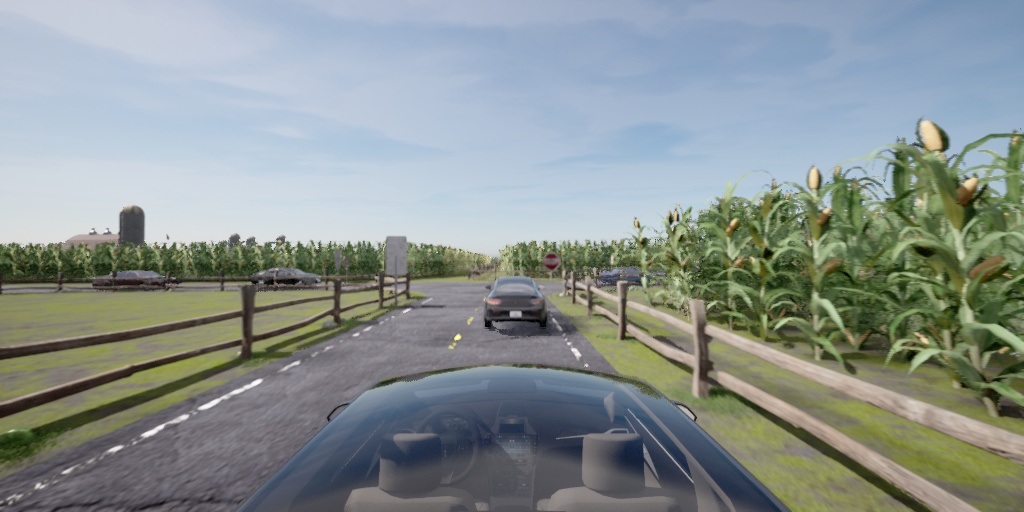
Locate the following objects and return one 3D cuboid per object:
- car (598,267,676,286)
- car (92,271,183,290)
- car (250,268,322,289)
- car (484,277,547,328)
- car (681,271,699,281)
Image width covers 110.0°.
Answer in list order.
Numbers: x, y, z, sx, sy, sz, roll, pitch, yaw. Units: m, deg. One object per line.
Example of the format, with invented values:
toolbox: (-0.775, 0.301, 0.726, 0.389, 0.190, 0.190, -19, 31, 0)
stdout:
car: (9.468, 1.533, 27.747, 5.357, 1.411, 2.033, 0, 0, 1)
car: (-28.518, 1.826, 27.359, 5.357, 1.411, 2.033, 0, 0, 0)
car: (-17.132, 1.676, 27.351, 4.902, 1.511, 2.128, 0, 0, 0)
car: (0.096, 1.394, 11.730, 1.812, 1.442, 4.674, 0, -1, 0)
car: (13.602, 1.535, 30.287, 4.181, 1.385, 1.994, 0, 0, 0)
